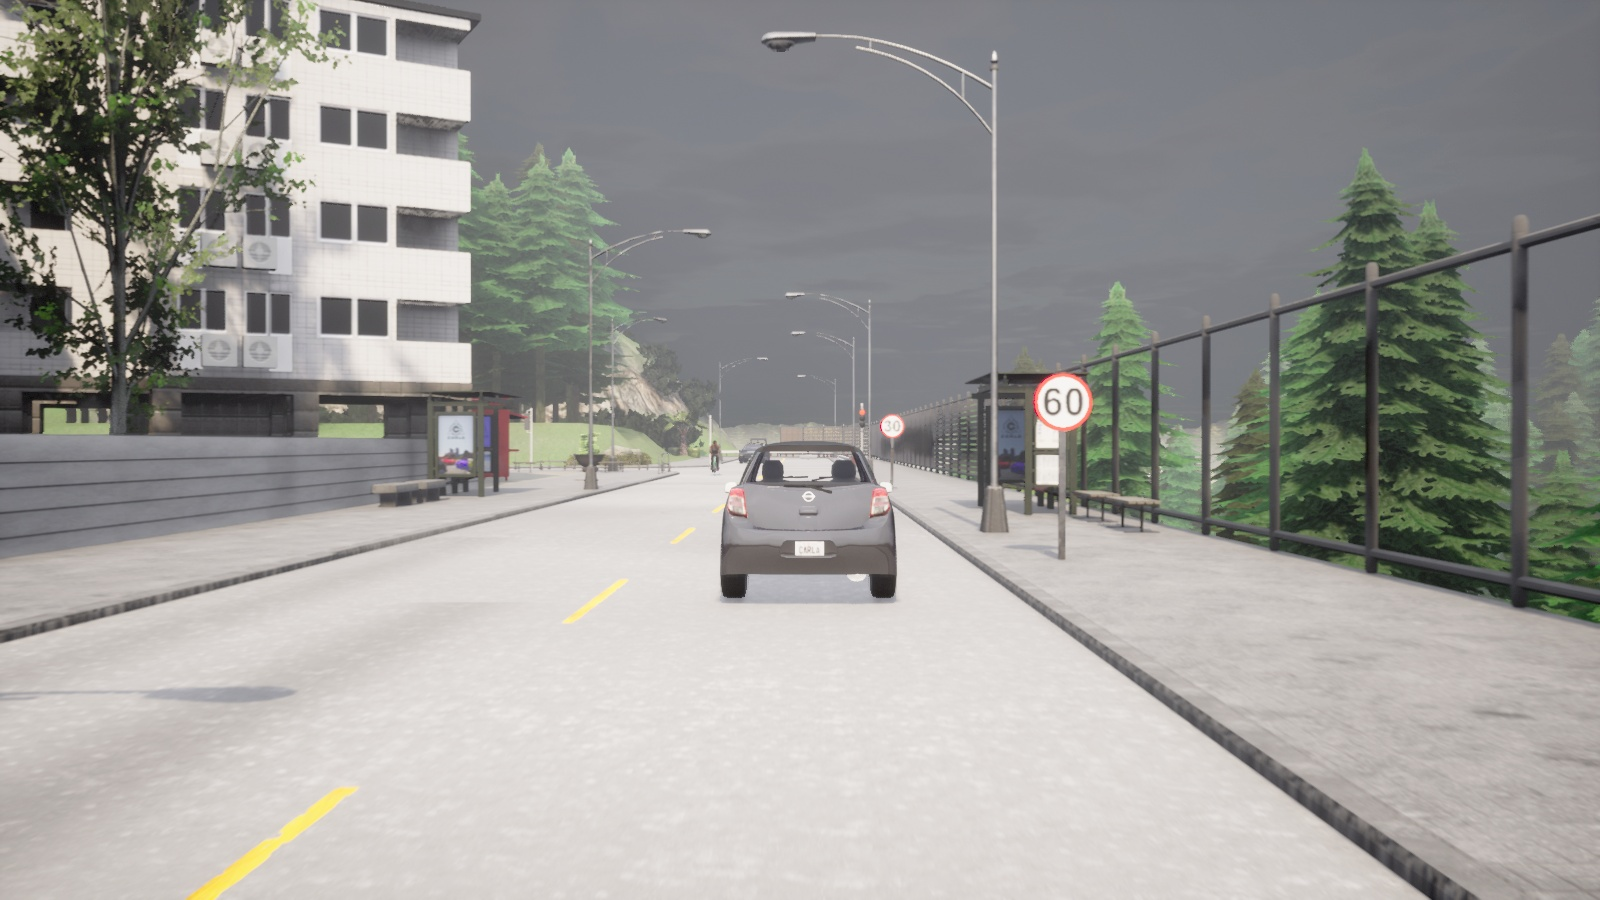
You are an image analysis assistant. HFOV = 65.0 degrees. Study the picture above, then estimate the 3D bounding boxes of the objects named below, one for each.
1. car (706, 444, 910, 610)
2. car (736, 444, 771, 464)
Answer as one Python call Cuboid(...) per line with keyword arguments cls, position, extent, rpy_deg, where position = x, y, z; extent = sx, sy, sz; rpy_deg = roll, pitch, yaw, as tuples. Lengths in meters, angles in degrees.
Cuboid(cls="car", position=(0.085, 0.686, 13.192), extent=(1.845, 1.501, 3.633), rpy_deg=(0, 0, 0))
Cuboid(cls="car", position=(-3.394, 0.270, 92.476), extent=(2.033, 1.411, 5.357), rpy_deg=(0, 0, 3))
